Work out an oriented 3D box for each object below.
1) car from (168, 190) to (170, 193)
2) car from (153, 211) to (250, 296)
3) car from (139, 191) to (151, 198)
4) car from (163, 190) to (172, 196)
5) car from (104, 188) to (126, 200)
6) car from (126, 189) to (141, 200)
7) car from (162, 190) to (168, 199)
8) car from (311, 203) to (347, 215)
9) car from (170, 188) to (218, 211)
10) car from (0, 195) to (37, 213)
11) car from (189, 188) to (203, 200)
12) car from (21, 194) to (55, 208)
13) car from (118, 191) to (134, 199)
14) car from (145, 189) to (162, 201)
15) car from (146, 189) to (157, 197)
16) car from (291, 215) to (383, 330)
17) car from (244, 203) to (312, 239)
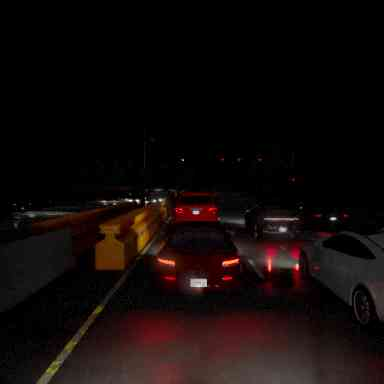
[{"bbox_3d":[-6.407,0.246,75.679,2.097,1.767,4.553,0,1,0],"label":"car"},{"bbox_3d":[0.141,1.431,8.264,1.812,1.442,4.674,0,1,0],"label":"car"},{"bbox_3d":[-9.952,0.523,70.401,1.994,1.385,4.181,0,1,0],"label":"car"},{"bbox_3d":[-6.319,0.272,86.233,2.033,1.411,5.357,0,1,0],"label":"car"},{"bbox_3d":[-13.635,0.378,58.040,2.150,2.045,5.566,0,1,1],"label":"car"},{"bbox_3d":[-10.104,0.686,60.325,1.994,1.385,4.181,0,1,1],"label":"car"},{"bbox_3d":[-6.526,0.533,65.663,2.128,1.511,4.902,0,1,1],"label":"car"},{"bbox_3d":[7.219,1.308,18.961,1.994,1.385,4.181,0,1,0],"label":"car"},{"bbox_3d":[0.204,0.983,17.861,2.150,2.045,5.566,0,1,1],"label":"car"},{"bbox_3d":[-16.799,1.171,30.583,4.718,1.301,1.895,1,1,32],"label":"car"},{"bbox_3d":[0.674,0.351,59.873,2.150,2.045,5.566,0,1,-1],"label":"car"},{"bbox_3d":[-17.821,0.954,36.793,5.008,1.535,1.882,0,1,-7],"label":"car"},{"bbox_3d":[-13.470,0.552,68.178,2.033,1.411,5.357,0,1,0],"label":"car"},{"bbox_3d":[-6.647,0.707,56.397,1.812,1.442,4.674,0,1,1],"label":"car"},{"bbox_3d":[-9.866,0.172,80.619,2.097,1.767,4.553,0,1,0],"label":"car"},{"bbox_3d":[3.629,1.455,6.628,1.812,1.442,4.674,0,1,0],"label":"car"},{"bbox_3d":[3.694,1.282,15.876,2.128,1.511,4.902,0,1,0],"label":"car"}]
